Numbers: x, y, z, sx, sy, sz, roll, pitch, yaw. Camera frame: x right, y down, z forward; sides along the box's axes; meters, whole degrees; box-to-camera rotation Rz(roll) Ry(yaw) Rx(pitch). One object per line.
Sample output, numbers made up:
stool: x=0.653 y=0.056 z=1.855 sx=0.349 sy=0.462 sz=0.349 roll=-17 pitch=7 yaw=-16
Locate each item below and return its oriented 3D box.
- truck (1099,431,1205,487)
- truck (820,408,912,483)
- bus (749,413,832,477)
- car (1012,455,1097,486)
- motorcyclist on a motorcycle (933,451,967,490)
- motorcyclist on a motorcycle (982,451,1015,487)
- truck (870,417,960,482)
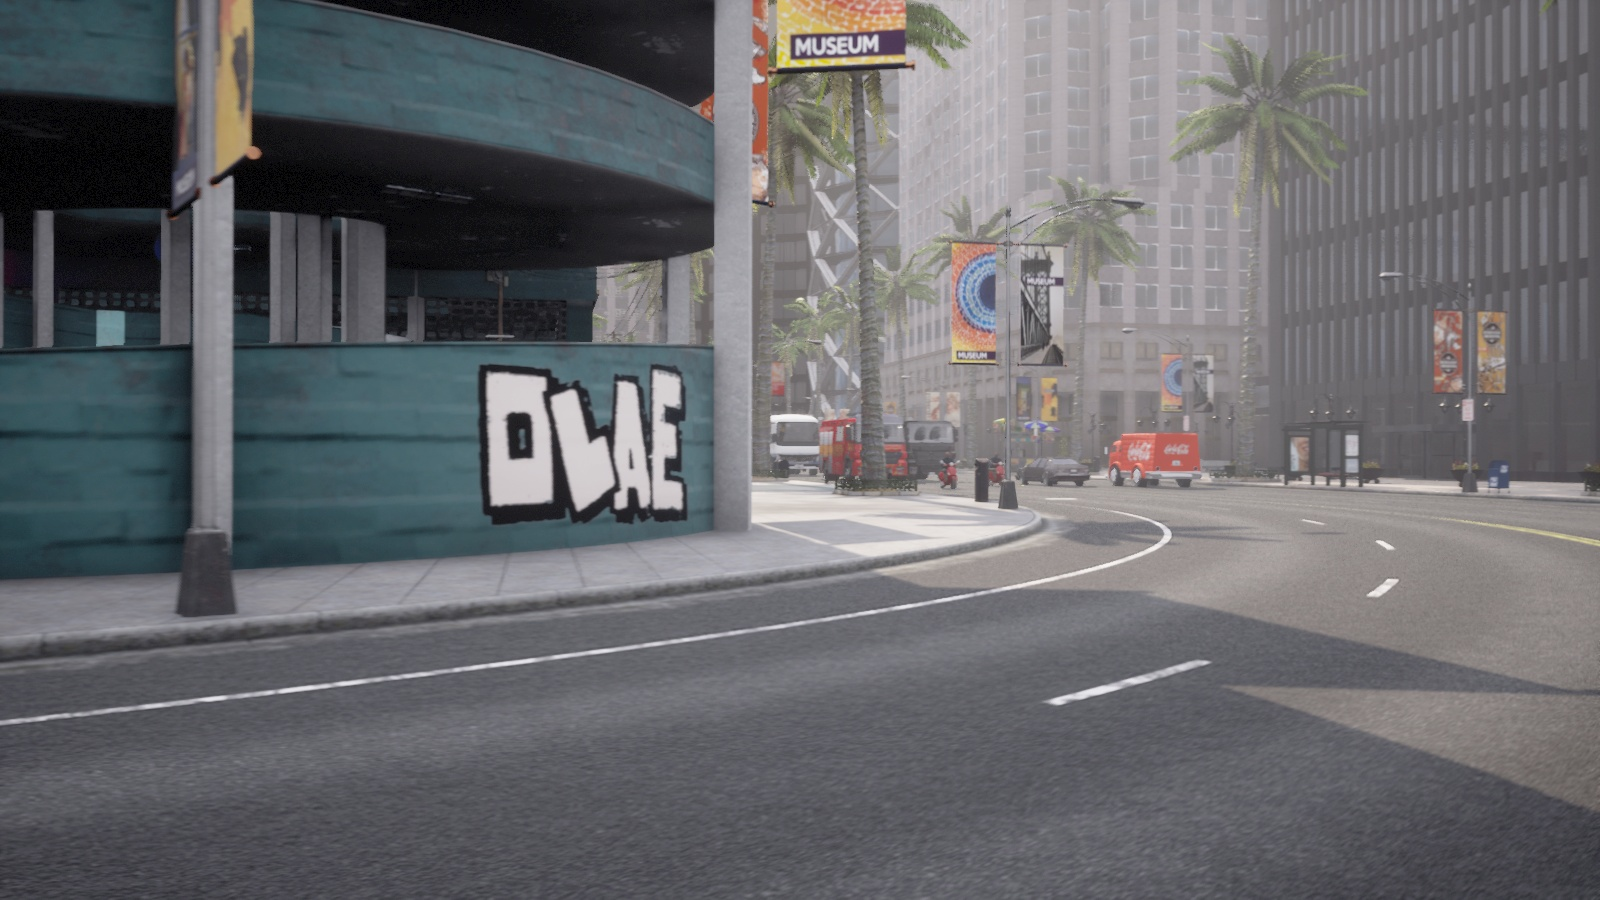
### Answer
truck: x=16.163 y=0.403 z=57.944 sx=2.627 sy=2.467 sz=5.204 roll=0 pitch=0 yaw=-11
truck: x=3.418 y=-0.211 z=67.835 sx=2.891 sy=3.827 sz=8.468 roll=0 pitch=0 yaw=-12
bus: x=-0.846 y=-0.345 z=88.631 sx=3.944 sy=4.253 sz=10.273 roll=0 pitch=0 yaw=-12
car: x=12.127 y=0.954 z=60.216 sx=2.033 sy=1.411 sz=5.357 roll=0 pitch=0 yaw=-11
motorcyclist on a motorcycle: x=6.348 y=0.853 z=53.252 sx=0.866 sy=1.590 sz=1.817 roll=0 pitch=0 yaw=-13
motorcyclist on a motorcycle: x=9.082 y=0.859 z=57.388 sx=0.866 sy=1.590 sz=1.817 roll=0 pitch=0 yaw=-13
truck: x=6.347 y=-0.026 z=70.977 sx=2.891 sy=3.462 sz=7.936 roll=0 pitch=0 yaw=-12
